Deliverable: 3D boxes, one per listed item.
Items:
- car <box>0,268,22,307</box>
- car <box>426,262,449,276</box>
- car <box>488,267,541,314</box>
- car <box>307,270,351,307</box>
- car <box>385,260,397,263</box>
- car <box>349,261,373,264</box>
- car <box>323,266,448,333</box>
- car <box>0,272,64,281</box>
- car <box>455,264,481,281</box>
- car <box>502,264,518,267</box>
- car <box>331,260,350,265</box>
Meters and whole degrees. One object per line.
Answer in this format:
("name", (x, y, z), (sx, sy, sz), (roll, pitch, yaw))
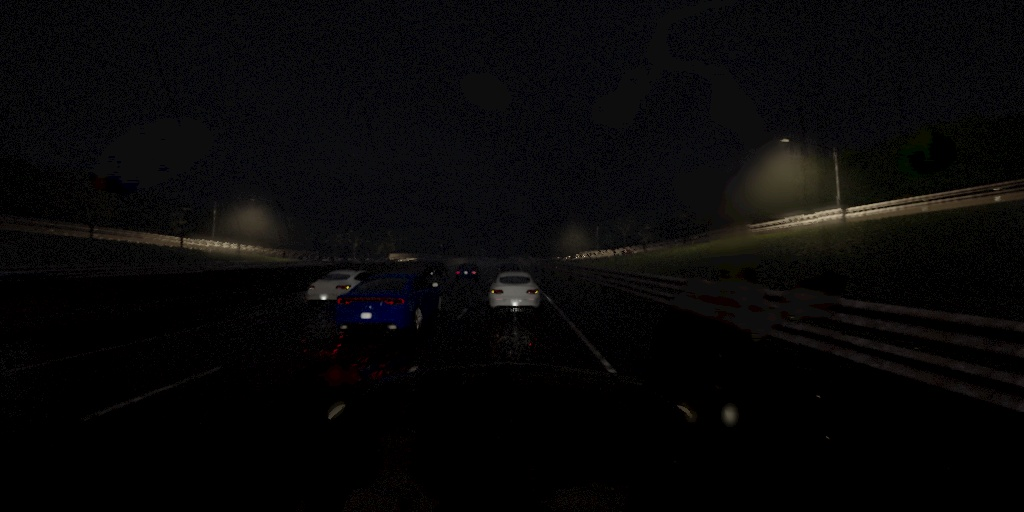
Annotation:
("car", (-21.113, 1.249, 12.253), (1.882, 1.535, 5.008), (0, 0, 0))
("car", (-7.270, 1.320, 34.652), (1.837, 1.490, 4.892), (0, 0, -1))
("car", (0.087, 1.301, 13.802), (1.812, 1.442, 4.674), (0, 0, 0))
("car", (-6.911, 1.304, 15.465), (1.812, 1.442, 4.674), (0, 0, 0))
("car", (-18.379, 1.324, 53.855), (2.128, 1.511, 4.902), (0, 0, -1))
("car", (-21.866, 1.432, 53.381), (1.895, 1.301, 4.718), (0, 0, -1))
("car", (-3.402, 1.246, 10.844), (1.882, 1.535, 5.008), (0, 0, 0))
("car", (-17.627, 1.297, 12.306), (1.812, 1.442, 4.674), (0, 0, 0))
("car", (-3.669, 1.358, 30.613), (2.033, 1.411, 5.357), (0, 0, -1))
("car", (-0.169, 1.359, 30.639), (2.033, 1.411, 5.357), (0, 0, -1))
("car", (-25.371, 1.321, 53.697), (2.128, 1.511, 4.902), (0, 0, -1))
